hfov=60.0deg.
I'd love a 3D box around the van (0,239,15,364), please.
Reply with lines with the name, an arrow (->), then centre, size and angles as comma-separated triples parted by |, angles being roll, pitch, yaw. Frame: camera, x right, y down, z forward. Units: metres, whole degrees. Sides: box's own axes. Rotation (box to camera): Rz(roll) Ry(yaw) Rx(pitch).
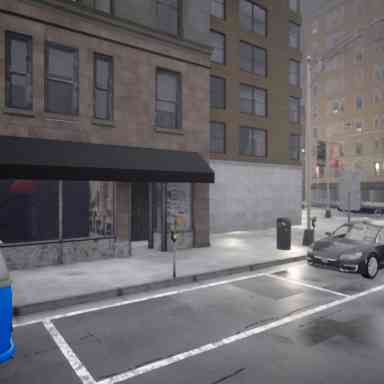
van -> -3.987, 1.341, 3.344 | 3.998, 1.788, 1.690 | 0, 0, -36

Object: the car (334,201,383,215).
car -> 16.175, 1.520, 31.000 | 1.895, 1.301, 4.718 | 0, 0, -36

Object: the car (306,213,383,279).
car -> 5.226, 1.547, 9.928 | 4.403, 1.369, 2.008 | 0, 0, -36

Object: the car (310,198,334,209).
car -> 16.265, 1.439, 42.332 | 1.994, 1.385, 4.181 | 0, 0, -36

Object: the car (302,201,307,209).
car -> 10.498, 1.421, 38.870 | 2.033, 1.411, 5.357 | 0, 0, -36
